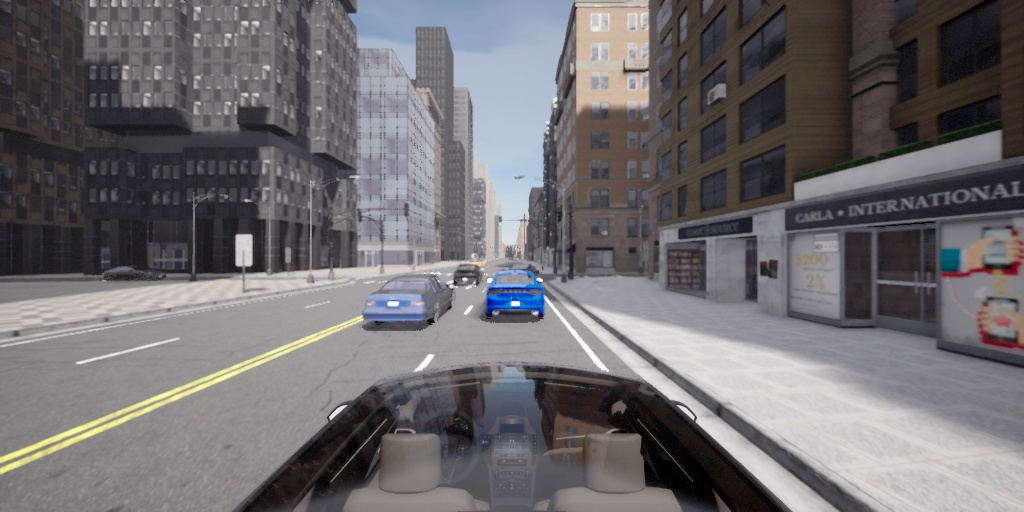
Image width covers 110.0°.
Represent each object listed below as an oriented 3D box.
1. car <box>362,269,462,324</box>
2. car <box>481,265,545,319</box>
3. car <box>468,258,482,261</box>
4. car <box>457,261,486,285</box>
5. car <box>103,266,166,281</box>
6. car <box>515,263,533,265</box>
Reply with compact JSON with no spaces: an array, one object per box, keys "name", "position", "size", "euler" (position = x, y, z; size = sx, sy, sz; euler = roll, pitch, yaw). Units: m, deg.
[{"name":"car","position":[-3.151,1.323,12.010],"size":[2.033,1.411,5.357],"euler":[0,0,0]},{"name":"car","position":[0.100,1.255,13.033],"size":[1.882,1.535,5.008],"euler":[0,0,0]},{"name":"car","position":[-6.563,1.371,59.211],"size":[1.882,1.535,5.008],"euler":[0,0,1]},{"name":"car","position":[-3.152,1.317,26.451],"size":[1.837,1.490,4.892],"euler":[0,0,0]},{"name":"car","position":[-34.534,1.618,32.834],"size":[4.674,1.442,1.812],"euler":[0,0,0]},{"name":"car","position":[0.952,1.291,27.260],"size":[1.882,1.535,5.008],"euler":[0,0,14]}]
